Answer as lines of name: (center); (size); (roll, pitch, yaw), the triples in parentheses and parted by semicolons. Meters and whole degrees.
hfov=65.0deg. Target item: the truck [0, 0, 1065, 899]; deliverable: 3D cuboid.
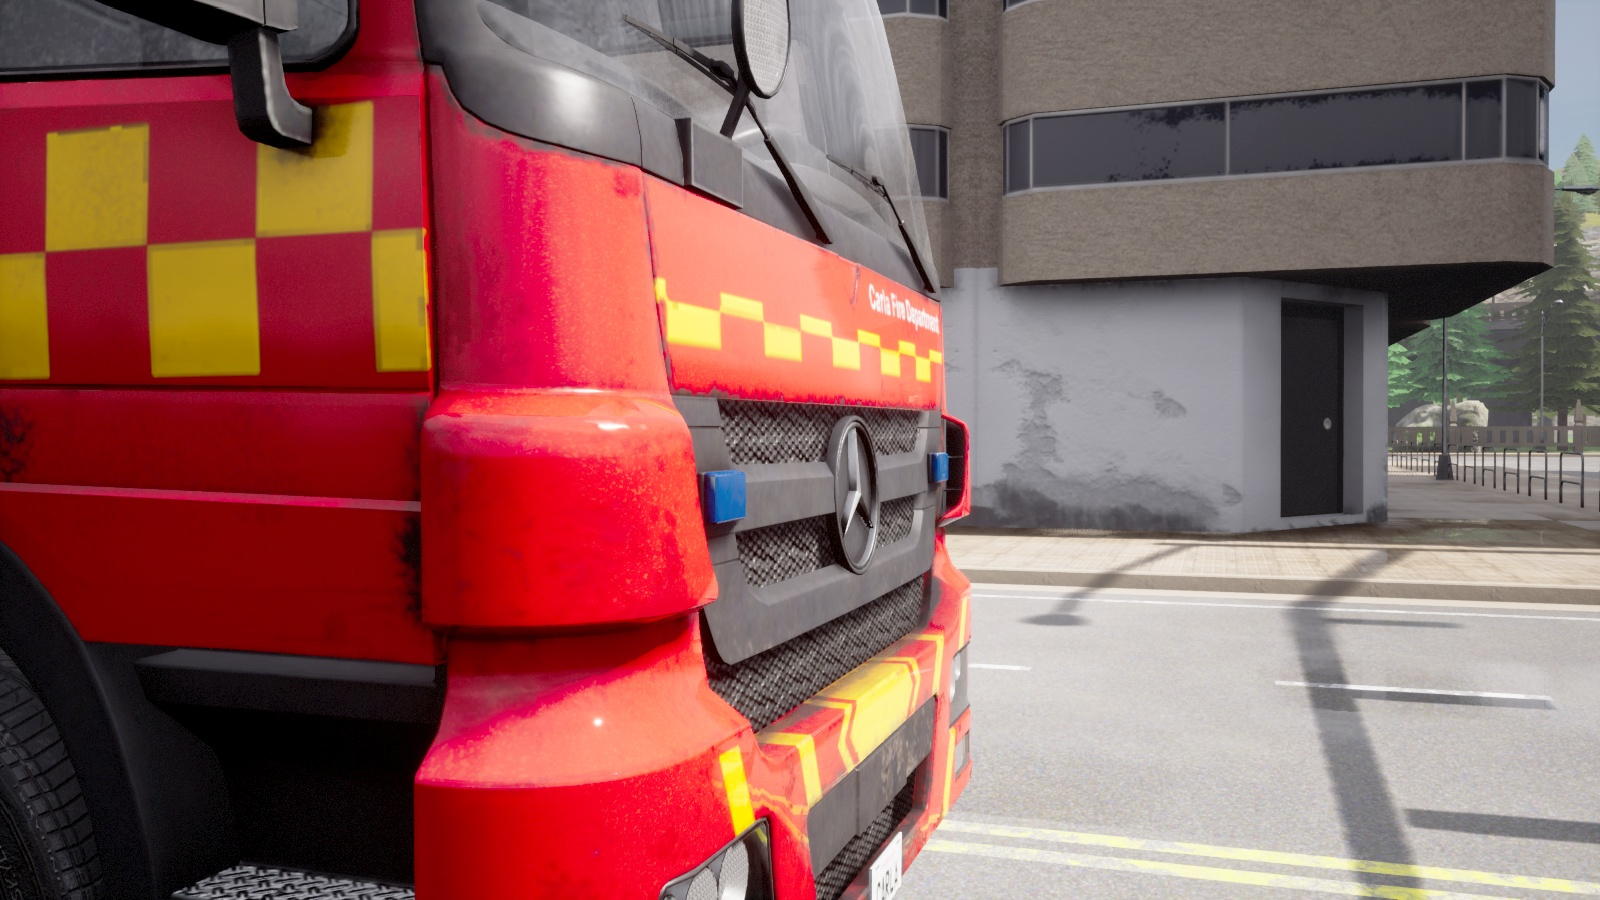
truck: (-3.556, -0.422, 4.371); (8.468, 3.827, 2.891); (1, 1, 19)
